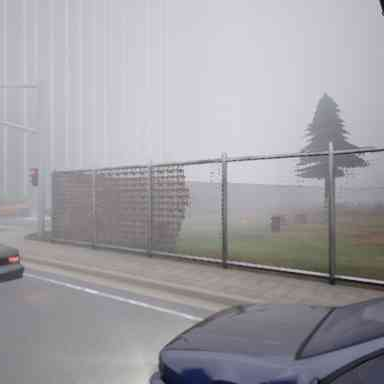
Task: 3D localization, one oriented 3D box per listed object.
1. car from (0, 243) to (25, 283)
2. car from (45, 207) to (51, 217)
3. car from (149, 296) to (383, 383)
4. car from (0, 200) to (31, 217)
[{"bbox_3d":[-6.456,1.623,8.602,5.357,1.411,2.033,-1,0,36],"label":"car"},{"bbox_3d":[-12.411,1.725,32.907,1.994,1.385,4.181,-1,0,36],"label":"car"},{"bbox_3d":[2.194,1.544,2.427,5.357,1.411,2.033,-1,0,35],"label":"car"},{"bbox_3d":[-17.827,1.539,31.370,2.097,1.767,4.553,-1,0,36],"label":"car"}]
